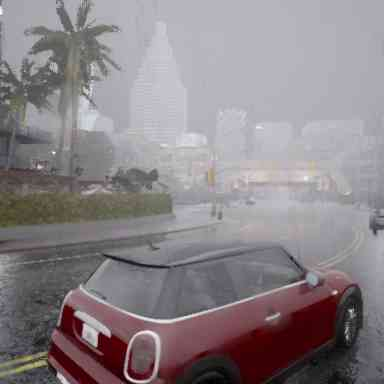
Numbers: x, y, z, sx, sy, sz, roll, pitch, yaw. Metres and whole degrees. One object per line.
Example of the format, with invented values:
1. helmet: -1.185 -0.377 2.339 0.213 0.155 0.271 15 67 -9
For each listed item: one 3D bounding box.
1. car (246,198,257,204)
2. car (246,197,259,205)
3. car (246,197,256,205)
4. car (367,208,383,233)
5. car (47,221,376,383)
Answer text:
1. car: 16.427 2.371 91.938 2.231 1.521 4.892 0 -1 20
2. car: 13.366 2.205 75.012 2.097 1.535 5.008 0 0 10
3. car: 14.411 2.141 81.354 2.185 1.767 4.553 0 0 10
4. car: 12.166 1.746 20.727 2.128 1.511 4.902 0 -1 26
5. car: 0.578 1.398 4.631 4.553 1.767 2.097 0 0 -43
